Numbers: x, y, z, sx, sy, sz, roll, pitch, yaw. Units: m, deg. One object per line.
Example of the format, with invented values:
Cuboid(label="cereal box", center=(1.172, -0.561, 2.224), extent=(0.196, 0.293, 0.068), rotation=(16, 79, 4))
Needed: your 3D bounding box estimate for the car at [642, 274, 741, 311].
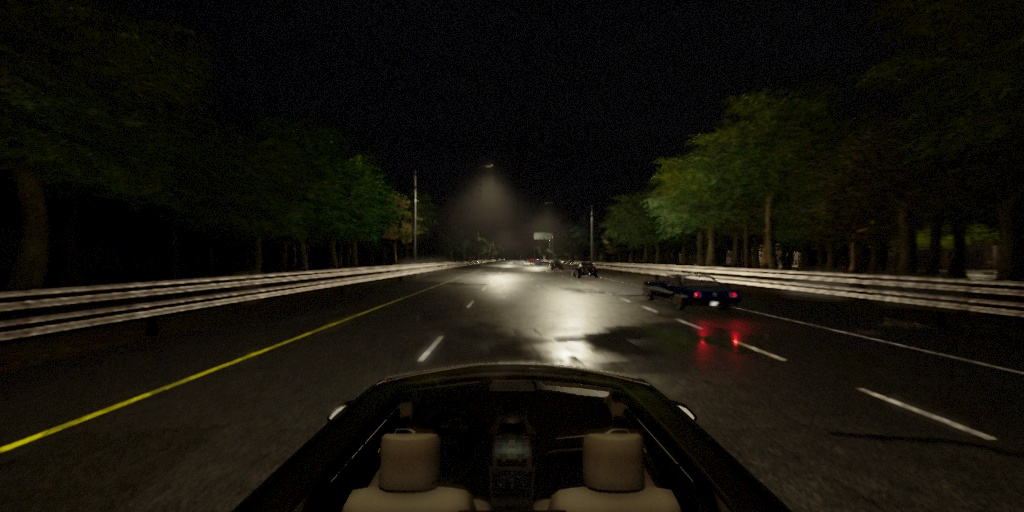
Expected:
Cuboid(label="car", center=(6.999, 1.382, 14.643), extent=(1.895, 1.301, 4.718), rotation=(0, 0, 0))

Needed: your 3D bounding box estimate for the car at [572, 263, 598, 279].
Cuboid(label="car", center=(7.036, 1.400, 34.963), extent=(1.837, 1.490, 4.892), rotation=(0, 0, 0))

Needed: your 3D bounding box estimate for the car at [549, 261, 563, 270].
Cuboid(label="car", center=(7.131, 1.538, 57.960), extent=(1.837, 1.490, 4.892), rotation=(0, 0, 0))
